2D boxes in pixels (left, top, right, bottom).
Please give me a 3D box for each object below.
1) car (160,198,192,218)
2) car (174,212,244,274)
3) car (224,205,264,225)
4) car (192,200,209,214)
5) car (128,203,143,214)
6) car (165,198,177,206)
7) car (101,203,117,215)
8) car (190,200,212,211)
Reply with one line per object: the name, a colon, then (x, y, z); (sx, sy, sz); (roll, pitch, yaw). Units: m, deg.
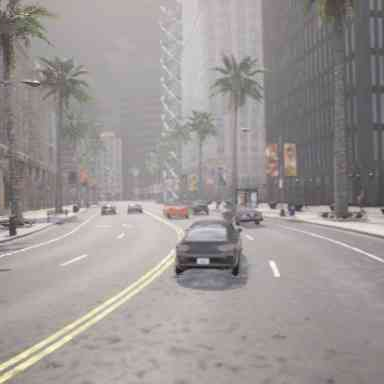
car: (-1.810, 1.760, 34.936); (2.097, 1.767, 4.553); (-1, -1, -12)
car: (0.640, 1.621, 10.786); (1.812, 1.442, 4.674); (-1, -1, 9)
car: (3.713, 1.714, 25.421); (2.033, 1.411, 5.357); (-1, -1, -10)
car: (0.671, 1.903, 40.060); (1.837, 1.490, 4.892); (-1, 0, -12)
car: (-7.918, 2.246, 46.112); (1.994, 1.385, 4.181); (-1, -1, -12)
car: (-5.055, 2.310, 79.941); (2.185, 1.767, 4.553); (-1, -1, -12)
car: (-11.274, 2.251, 45.059); (2.128, 1.511, 4.902); (-1, -1, -12)
car: (1.276, 1.977, 51.258); (2.231, 1.521, 4.892); (-1, -1, -12)
